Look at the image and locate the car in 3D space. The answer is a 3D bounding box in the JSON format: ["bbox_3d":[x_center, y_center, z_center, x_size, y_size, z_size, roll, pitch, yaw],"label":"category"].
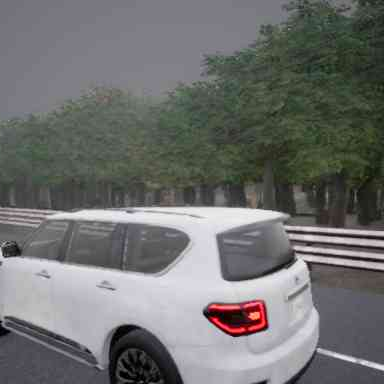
[{"bbox_3d":[-1.124,1.221,4.865,5.566,2.045,2.150,0,0,36],"label":"car"}]
